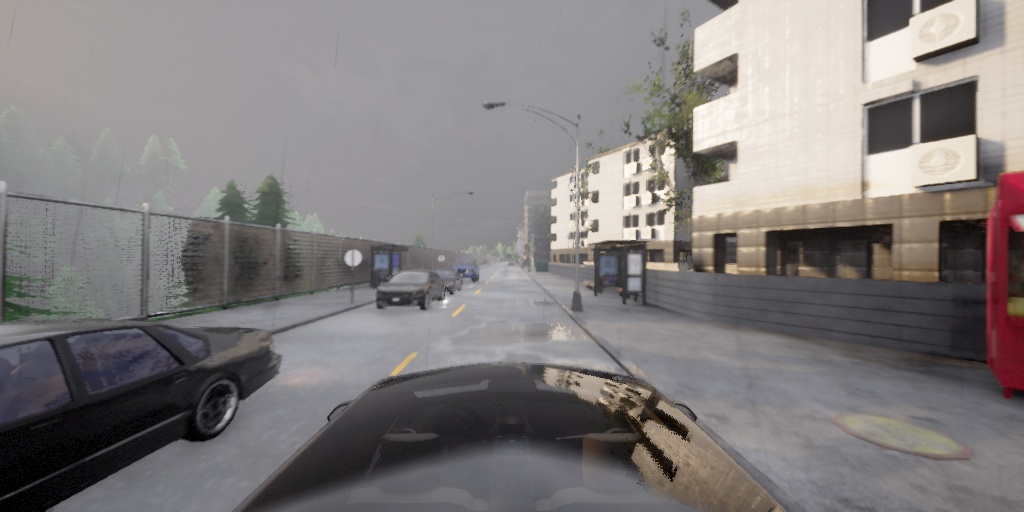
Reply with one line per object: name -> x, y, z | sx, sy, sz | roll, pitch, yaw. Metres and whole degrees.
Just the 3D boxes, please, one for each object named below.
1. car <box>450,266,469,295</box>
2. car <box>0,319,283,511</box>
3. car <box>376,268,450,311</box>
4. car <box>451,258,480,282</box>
car -> -4.048, 1.500, 21.382 | 2.033, 1.411, 5.357 | 1, -1, 0
car -> -4.100, 1.262, 2.609 | 2.033, 1.411, 5.357 | 1, -1, 0
car -> -4.126, 1.307, 15.250 | 1.882, 1.535, 5.008 | 1, -1, 0
car -> -4.079, 1.207, 31.845 | 2.150, 2.045, 5.566 | 1, -1, 0
